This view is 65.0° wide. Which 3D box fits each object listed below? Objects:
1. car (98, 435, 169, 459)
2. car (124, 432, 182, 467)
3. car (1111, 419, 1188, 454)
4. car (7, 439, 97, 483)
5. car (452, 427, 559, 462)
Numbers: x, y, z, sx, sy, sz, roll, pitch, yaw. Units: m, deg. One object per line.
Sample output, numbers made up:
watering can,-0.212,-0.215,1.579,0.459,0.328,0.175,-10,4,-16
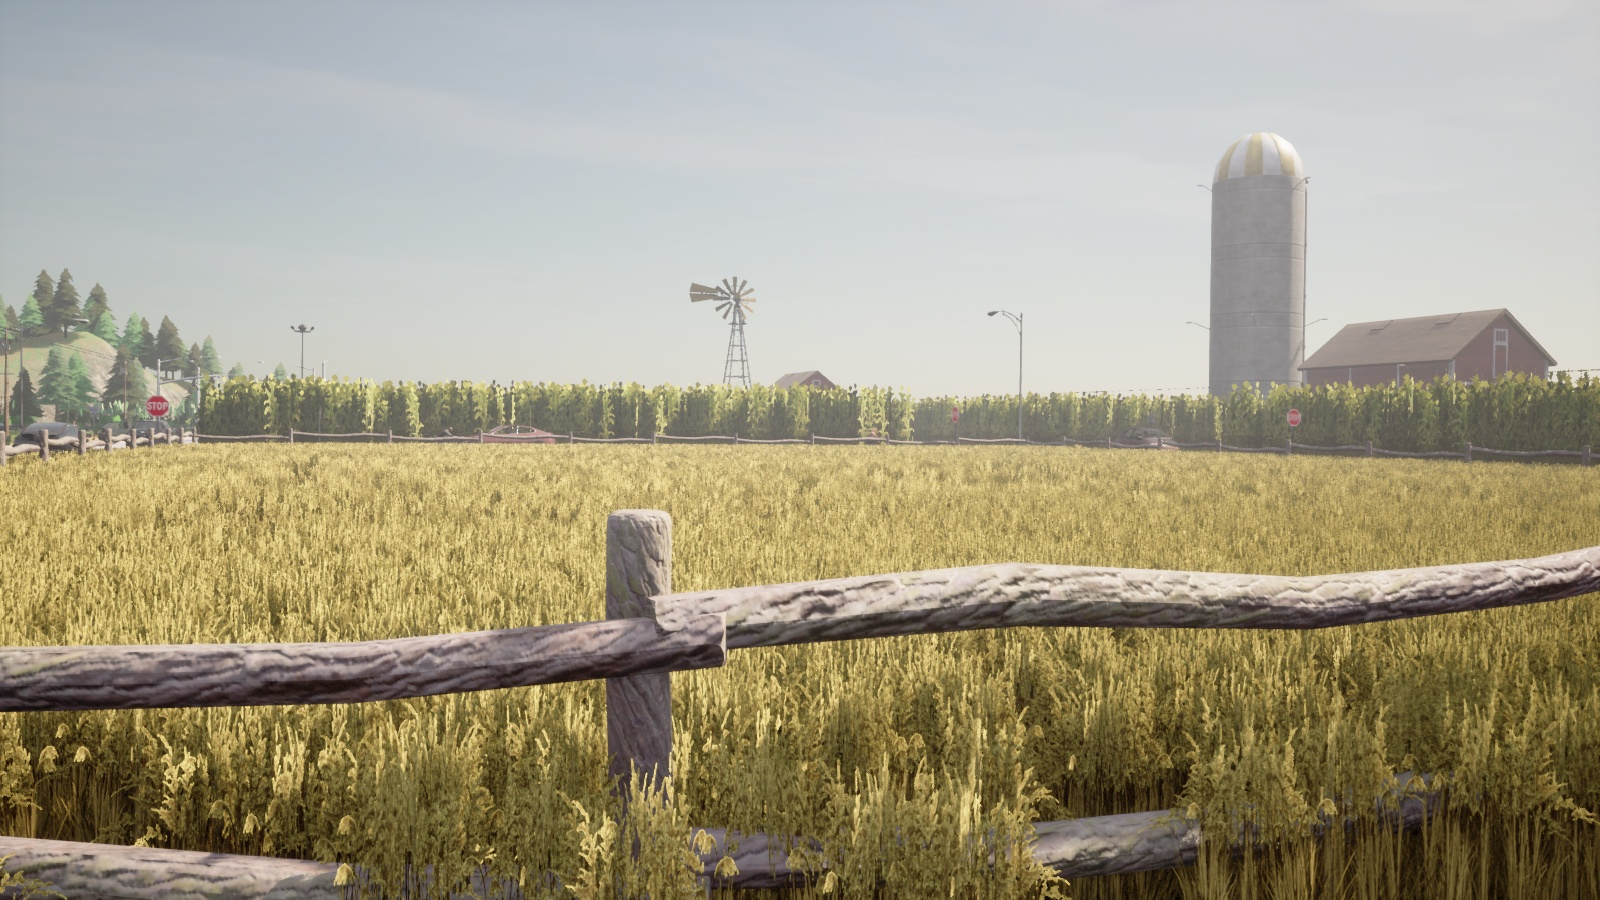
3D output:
car,-45.732,-0.223,86.217,3.988,1.617,1.851,-1,1,-40
car,-34.752,-0.067,67.534,2.097,1.767,4.553,-1,1,-19
car,16.665,-0.662,60.070,1.851,1.617,3.988,-1,1,-14
car,-27.382,0.348,46.128,1.837,1.490,4.892,-1,1,-19
car,-14.786,-0.292,63.064,5.027,1.651,2.152,-1,1,-19
